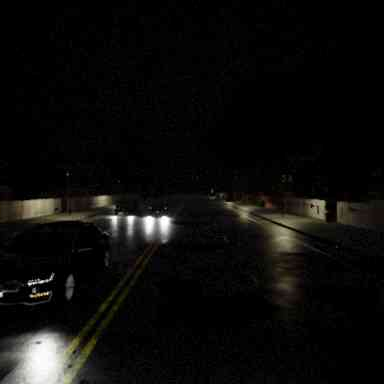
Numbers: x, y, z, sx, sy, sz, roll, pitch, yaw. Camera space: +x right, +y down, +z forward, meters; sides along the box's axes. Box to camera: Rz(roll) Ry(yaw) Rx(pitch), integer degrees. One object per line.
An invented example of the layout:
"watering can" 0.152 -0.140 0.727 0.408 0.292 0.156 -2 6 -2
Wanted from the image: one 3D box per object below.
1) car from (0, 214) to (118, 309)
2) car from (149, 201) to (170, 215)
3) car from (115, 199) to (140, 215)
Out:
"car" -3.342 1.527 8.186 1.837 1.490 4.892 0 0 0
"car" -3.262 1.584 33.806 1.895 1.301 4.718 0 0 0
"car" -6.513 1.504 33.767 1.837 1.490 4.892 0 0 0
